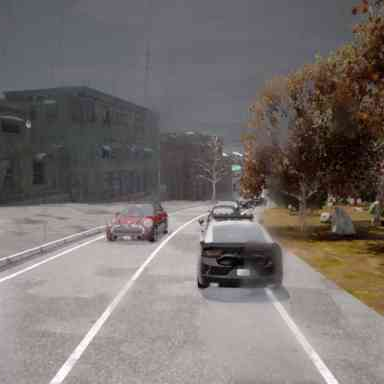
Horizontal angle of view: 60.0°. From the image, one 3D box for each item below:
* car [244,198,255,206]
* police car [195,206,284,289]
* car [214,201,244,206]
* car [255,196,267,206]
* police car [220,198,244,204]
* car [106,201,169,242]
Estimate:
[{"bbox_3d":[6.744,1.488,44.505,1.895,1.301,4.718,2,0,20],"label":"car"},{"bbox_3d":[1.128,1.406,9.262,1.930,1.638,5.238,0,0,2],"label":"police car"},{"bbox_3d":[1.840,1.478,18.964,1.812,1.442,4.674,1,0,6],"label":"car"},{"bbox_3d":[11.244,1.452,55.764,1.837,1.490,4.892,3,1,26],"label":"car"},{"bbox_3d":[2.671,1.356,24.908,1.930,1.638,5.238,1,0,9],"label":"police car"},{"bbox_3d":[-2.451,1.284,15.920,2.097,1.767,4.553,0,0,6],"label":"car"}]
